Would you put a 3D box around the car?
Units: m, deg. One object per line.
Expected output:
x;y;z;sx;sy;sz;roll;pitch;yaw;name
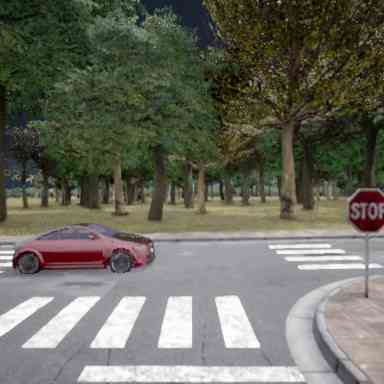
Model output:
-3.279;1.688;10.447;4.181;1.385;1.994;-1;0;0;car
